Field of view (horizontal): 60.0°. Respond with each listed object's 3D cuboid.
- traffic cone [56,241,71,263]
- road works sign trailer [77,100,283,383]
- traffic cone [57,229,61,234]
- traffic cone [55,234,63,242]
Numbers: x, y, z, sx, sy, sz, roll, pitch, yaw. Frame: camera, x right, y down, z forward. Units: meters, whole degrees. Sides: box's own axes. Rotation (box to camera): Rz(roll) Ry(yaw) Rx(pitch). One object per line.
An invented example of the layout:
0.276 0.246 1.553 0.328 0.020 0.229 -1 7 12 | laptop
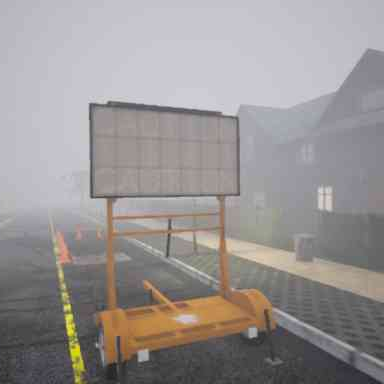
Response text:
-4.267 2.042 11.150 0.340 0.580 0.340 -1 0 -24 | traffic cone
-0.400 0.481 5.246 2.380 3.560 2.880 -1 0 -23 | road works sign trailer
-5.879 2.079 14.810 0.340 0.580 0.340 -1 0 -24 | traffic cone
-5.073 2.061 12.980 0.340 0.580 0.340 -1 0 -24 | traffic cone
